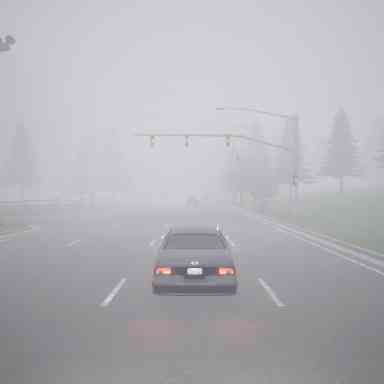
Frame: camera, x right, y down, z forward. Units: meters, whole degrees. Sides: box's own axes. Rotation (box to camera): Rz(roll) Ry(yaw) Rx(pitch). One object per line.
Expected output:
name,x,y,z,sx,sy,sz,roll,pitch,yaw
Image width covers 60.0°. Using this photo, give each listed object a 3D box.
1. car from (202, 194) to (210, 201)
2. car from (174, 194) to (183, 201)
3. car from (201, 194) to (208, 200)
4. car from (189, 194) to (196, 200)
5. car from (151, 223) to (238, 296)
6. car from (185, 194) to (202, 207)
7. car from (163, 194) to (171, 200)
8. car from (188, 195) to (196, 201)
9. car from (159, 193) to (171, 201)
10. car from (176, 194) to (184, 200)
car,3.550,1.492,83.492,1.837,1.490,4.892,0,0,0
car,-3.450,1.517,83.913,1.812,1.442,4.674,0,0,0
car,3.556,1.310,93.912,1.882,1.535,5.008,0,0,0
car,0.056,1.310,93.914,1.882,1.535,5.008,0,0,0
car,0.072,1.547,8.812,2.033,1.411,5.357,0,0,0
car,0.029,1.352,52.851,2.097,1.767,4.553,0,0,0
car,-6.944,1.385,93.918,1.994,1.385,4.181,0,0,0
car,0.050,1.531,83.494,2.033,1.411,5.357,0,0,0
car,-6.950,1.217,83.528,2.150,2.045,5.566,0,0,0
car,-3.444,1.358,93.916,2.128,1.511,4.902,0,0,0
